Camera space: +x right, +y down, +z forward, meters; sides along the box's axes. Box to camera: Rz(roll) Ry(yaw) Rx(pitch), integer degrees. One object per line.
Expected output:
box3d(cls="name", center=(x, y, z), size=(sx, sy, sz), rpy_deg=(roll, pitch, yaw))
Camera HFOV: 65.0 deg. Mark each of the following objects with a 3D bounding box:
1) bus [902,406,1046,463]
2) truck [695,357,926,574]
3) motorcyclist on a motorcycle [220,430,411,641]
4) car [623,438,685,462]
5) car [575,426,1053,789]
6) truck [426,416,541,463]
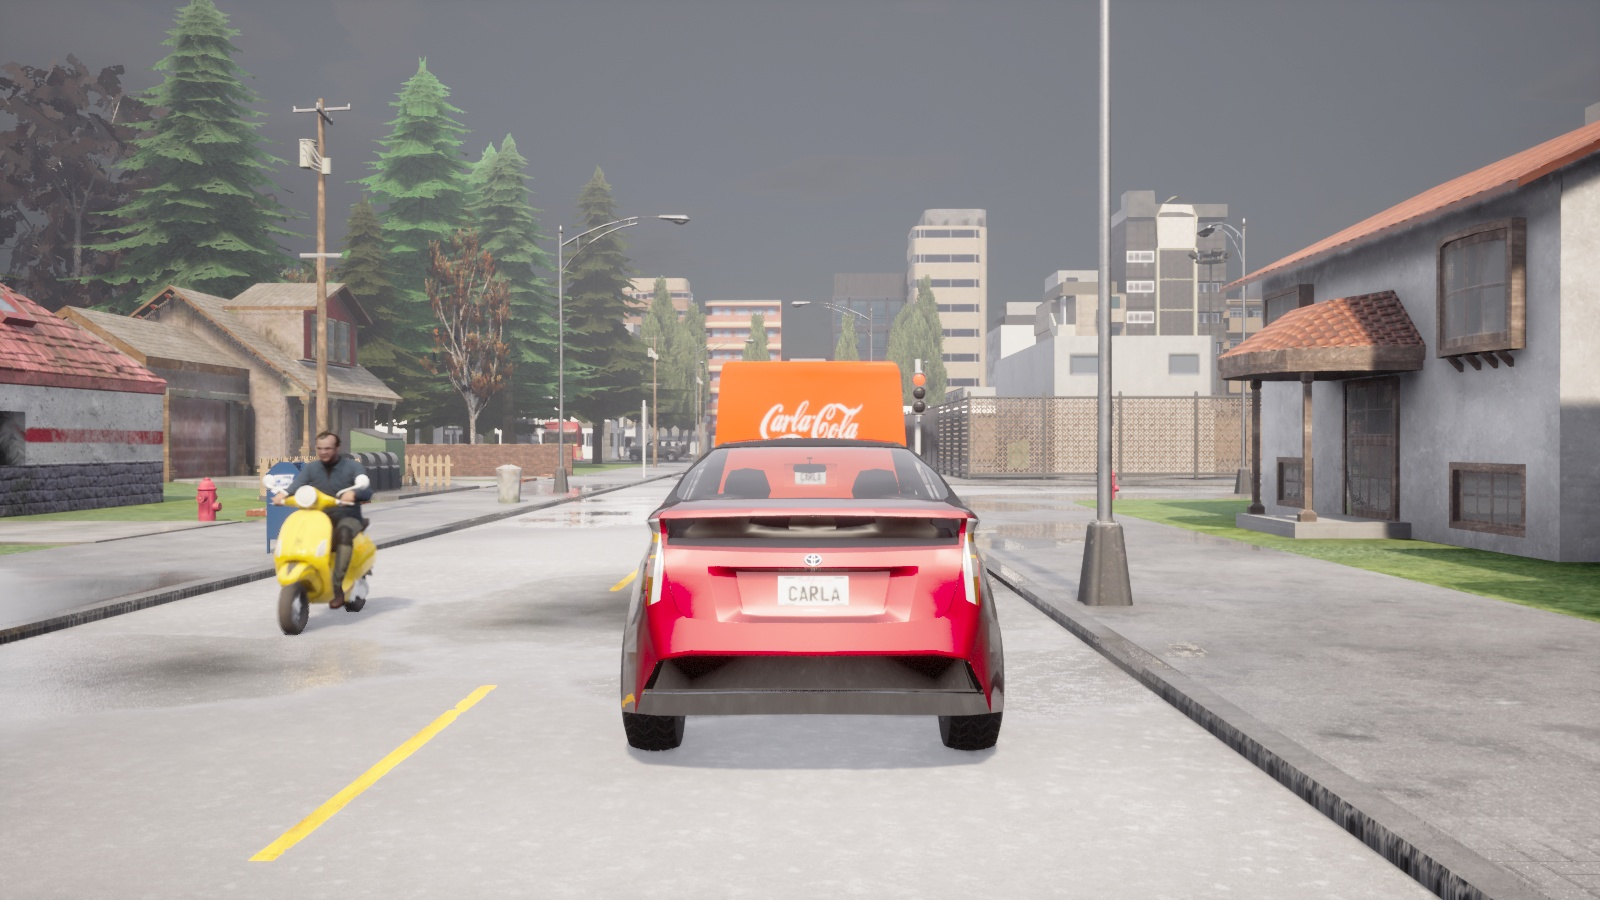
box3d(cls="bus", center=(12.958, -1.152, 94.425), size=(10.273, 4.253, 3.944), rpy_deg=(0, 0, 0))
box3d(cls="truck", center=(0.118, 0.164, 16.898), size=(2.627, 2.467, 5.204), rpy_deg=(0, 0, 0))
box3d(cls="motorcyclist on a motorcycle", center=(-3.926, 0.638, 10.351), size=(0.866, 1.590, 1.817), rpy_deg=(0, 0, 0))
box3d(cls="car", center=(-11.440, -0.002, 98.444), size=(4.605, 1.855, 1.932), rpy_deg=(0, 0, 1))
box3d(cls="car", center=(0.061, 0.651, 7.533), size=(2.007, 1.525, 4.514), rpy_deg=(0, 0, 0))
box3d(cls="truck", center=(-23.756, -0.788, 94.488), size=(7.936, 3.462, 2.891), rpy_deg=(0, 0, 2))
